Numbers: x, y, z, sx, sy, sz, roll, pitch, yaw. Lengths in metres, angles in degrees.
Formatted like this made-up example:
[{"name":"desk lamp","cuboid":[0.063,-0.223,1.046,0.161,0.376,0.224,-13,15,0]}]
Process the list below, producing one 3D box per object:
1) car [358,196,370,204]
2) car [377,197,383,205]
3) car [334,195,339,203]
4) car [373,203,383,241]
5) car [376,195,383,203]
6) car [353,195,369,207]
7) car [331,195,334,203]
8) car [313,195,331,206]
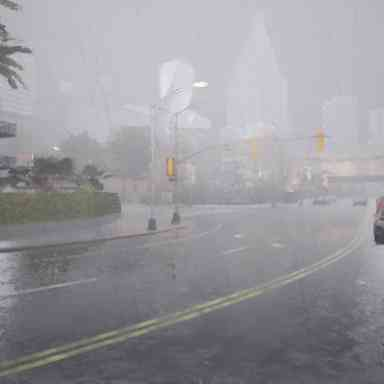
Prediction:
[{"name":"car","cuboid":[38.201,1.747,73.821,2.128,1.511,4.902,0,0,29]},{"name":"car","cuboid":[36.205,1.740,63.040,1.994,1.385,4.181,0,0,29]},{"name":"car","cuboid":[31.429,1.713,75.037,2.231,1.521,4.892,0,0,39]},{"name":"car","cuboid":[10.170,1.541,16.521,2.128,1.511,4.902,0,0,32]},{"name":"car","cuboid":[19.616,1.320,33.027,2.150,2.045,5.566,0,0,29]},{"name":"car","cuboid":[28.249,1.647,55.942,1.882,1.535,5.008,0,0,29]},{"name":"car","cuboid":[26.159,1.559,65.638,2.185,1.767,4.553,0,0,29]},{"name":"car","cuboid":[23.158,1.667,59.955,2.097,1.535,5.008,0,0,29]}]
